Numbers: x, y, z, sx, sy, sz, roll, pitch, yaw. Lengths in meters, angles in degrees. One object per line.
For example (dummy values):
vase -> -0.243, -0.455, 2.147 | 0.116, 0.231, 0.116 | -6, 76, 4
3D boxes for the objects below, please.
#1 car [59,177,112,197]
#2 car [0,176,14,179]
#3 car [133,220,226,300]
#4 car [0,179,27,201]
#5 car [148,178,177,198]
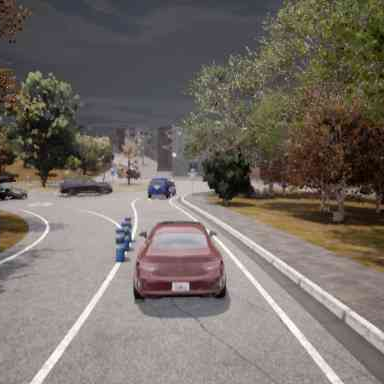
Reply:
car -> -11.647, -0.591, 36.494 | 5.566, 2.045, 2.150 | -2, 6, -22
car -> -35.265, -2.266, 60.844 | 2.033, 1.411, 5.357 | 2, 4, 25
car -> -0.319, 1.413, 8.035 | 1.812, 1.442, 4.674 | 0, 1, -3
car -> -18.400, -0.109, 32.031 | 4.553, 1.767, 2.097 | 0, 4, 1
car -> -3.128, -0.513, 35.559 | 2.150, 2.045, 5.566 | 0, 5, 7
